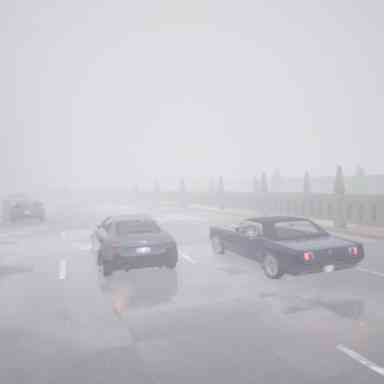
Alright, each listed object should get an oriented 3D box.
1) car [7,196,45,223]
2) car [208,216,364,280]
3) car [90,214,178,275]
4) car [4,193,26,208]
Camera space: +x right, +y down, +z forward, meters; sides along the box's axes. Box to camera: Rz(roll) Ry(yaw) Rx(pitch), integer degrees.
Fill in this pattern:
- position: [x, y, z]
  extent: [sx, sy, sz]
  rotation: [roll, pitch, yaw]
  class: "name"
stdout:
- position: [-11.223, 1.223, 22.781]
  extent: [1.994, 1.385, 4.181]
  rotation: [-2, 2, -25]
  class: "car"
- position: [2.135, 1.316, 9.185]
  extent: [1.895, 1.301, 4.718]
  rotation: [-2, 2, -21]
  class: "car"
- position: [-1.900, 1.345, 9.934]
  extent: [1.994, 1.385, 4.181]
  rotation: [-2, 2, -21]
  class: "car"
- position: [-18.820, 0.851, 35.680]
  extent: [2.097, 1.767, 4.553]
  rotation: [-2, 2, -34]
  class: "car"
